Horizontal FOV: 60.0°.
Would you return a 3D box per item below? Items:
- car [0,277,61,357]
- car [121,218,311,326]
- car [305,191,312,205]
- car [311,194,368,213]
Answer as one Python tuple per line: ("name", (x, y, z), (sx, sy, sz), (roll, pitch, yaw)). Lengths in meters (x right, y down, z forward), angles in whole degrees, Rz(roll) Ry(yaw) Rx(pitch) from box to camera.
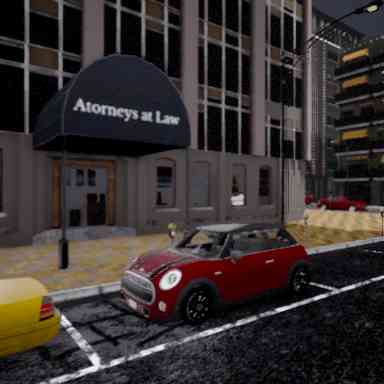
("car", (-4.074, 1.532, 3.645), (4.829, 1.417, 1.752), (0, 1, -35))
("car", (0.593, 1.420, 6.968), (4.097, 1.590, 1.967), (0, 1, -35))
("car", (13.906, 0.762, 44.633), (2.192, 1.841, 5.009), (1, 0, -36))
("car", (13.751, 1.126, 30.550), (1.887, 1.381, 4.507), (1, 0, -36))
